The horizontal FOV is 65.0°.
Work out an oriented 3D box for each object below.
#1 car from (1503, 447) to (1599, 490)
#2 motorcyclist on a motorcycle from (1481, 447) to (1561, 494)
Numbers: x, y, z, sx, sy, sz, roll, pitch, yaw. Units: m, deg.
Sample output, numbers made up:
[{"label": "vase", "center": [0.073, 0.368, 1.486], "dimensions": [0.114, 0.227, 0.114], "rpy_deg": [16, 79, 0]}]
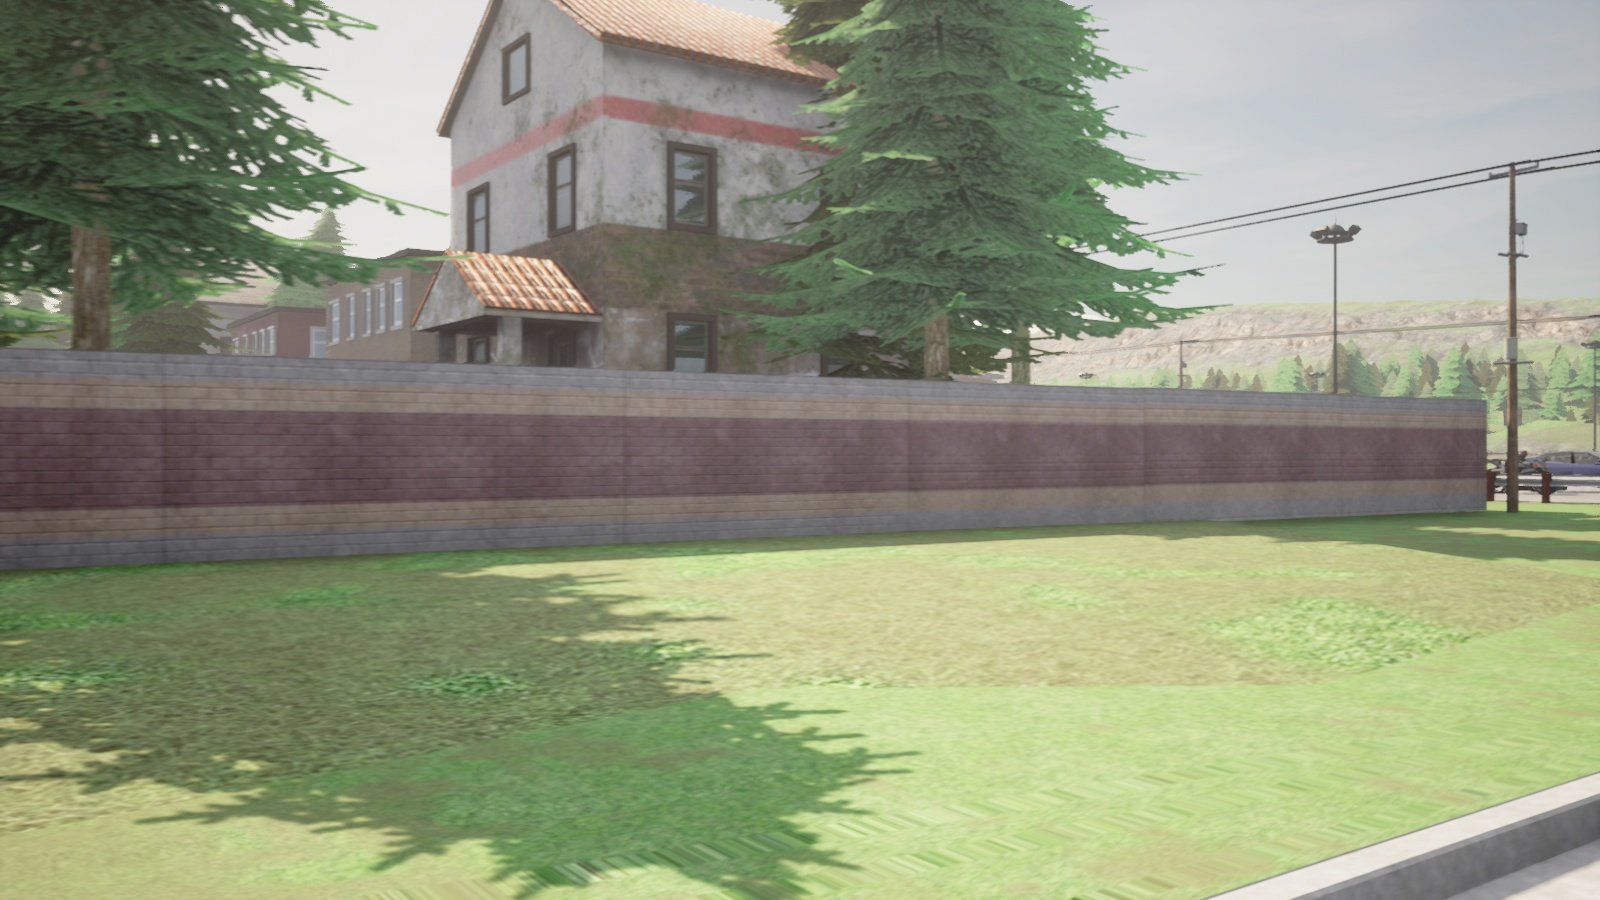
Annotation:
[{"label": "car", "center": [27.598, 0.626, 43.891], "dimensions": [2.163, 1.488, 4.792], "rpy_deg": [0, 0, -35]}, {"label": "motorcyclist on a motorcycle", "center": [24.341, 0.677, 42.434], "dimensions": [0.866, 1.530, 2.191], "rpy_deg": [0, 0, -35]}]
